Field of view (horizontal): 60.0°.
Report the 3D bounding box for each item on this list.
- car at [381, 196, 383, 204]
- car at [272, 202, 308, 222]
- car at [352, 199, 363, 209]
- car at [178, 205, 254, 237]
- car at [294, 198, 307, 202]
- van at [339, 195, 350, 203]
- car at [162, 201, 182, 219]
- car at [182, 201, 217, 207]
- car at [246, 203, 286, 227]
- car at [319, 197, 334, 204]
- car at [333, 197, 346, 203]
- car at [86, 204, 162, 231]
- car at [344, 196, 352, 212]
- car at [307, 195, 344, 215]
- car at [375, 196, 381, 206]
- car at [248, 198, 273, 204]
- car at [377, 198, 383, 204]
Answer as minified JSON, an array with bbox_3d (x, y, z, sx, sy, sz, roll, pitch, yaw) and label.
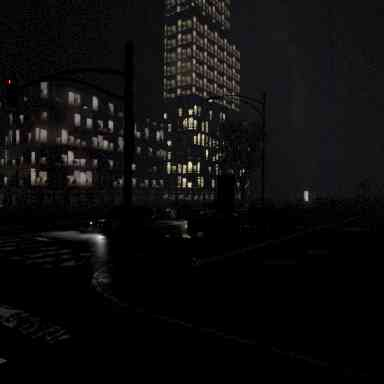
[{"bbox_3d":[41.546,1.783,73.533,2.192,1.841,5.009,1,0,36],"label":"car"},{"bbox_3d":[7.992,1.778,27.899,1.802,1.307,4.206,1,0,36],"label":"car"},{"bbox_3d":[25.053,1.773,51.209,1.967,1.590,4.097,1,0,36],"label":"car"},{"bbox_3d":[1.479,1.696,19.081,2.008,1.369,4.403,1,0,36],"label":"car"},{"bbox_3d":[18.210,1.726,56.050,1.752,1.417,4.829,1,0,36],"label":"car"},{"bbox_3d":[38.102,1.705,82.976,1.690,1.788,3.998,1,0,36],"label":"van"},{"bbox_3d":[-1.580,1.481,29.474,1.967,1.590,4.097,1,0,36],"label":"car"},{"bbox_3d":[1.620,1.569,29.222,1.882,1.535,5.008,1,0,36],"label":"car"},{"bbox_3d":[4.737,1.737,23.490,1.947,1.339,4.313,1,0,36],"label":"car"},{"bbox_3d":[28.206,1.848,69.581,1.947,1.339,4.313,1,0,36],"label":"car"},{"bbox_3d":[34.701,1.861,78.375,1.752,1.417,4.829,1,0,36],"label":"car"},{"bbox_3d":[-4.375,1.549,21.112,1.837,1.490,4.892,1,0,36],"label":"car"},{"bbox_3d":[18.499,1.720,42.250,1.967,1.590,4.097,1,0,36],"label":"car"},{"bbox_3d":[15.228,1.569,37.765,2.192,1.841,5.009,1,0,36],"label":"car"},{"bbox_3d":[35.048,1.940,64.740,1.752,1.417,4.829,1,0,36],"label":"car"},{"bbox_3d":[7.747,1.492,37.496,2.097,1.767,4.553,1,0,37],"label":"car"},{"bbox_3d":[44.841,2.046,77.998,2.008,1.369,4.403,1,0,36],"label":"car"}]
